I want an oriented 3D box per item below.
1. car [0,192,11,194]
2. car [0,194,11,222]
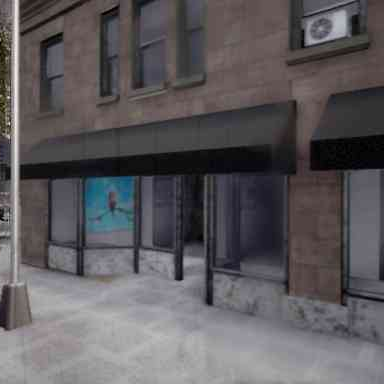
[{"bbox_3d":[-16.251,1.066,26.564,2.150,2.045,5.566,0,1,35],"label":"car"},{"bbox_3d":[-14.878,1.230,22.876,2.097,1.767,4.553,0,1,35],"label":"car"}]
